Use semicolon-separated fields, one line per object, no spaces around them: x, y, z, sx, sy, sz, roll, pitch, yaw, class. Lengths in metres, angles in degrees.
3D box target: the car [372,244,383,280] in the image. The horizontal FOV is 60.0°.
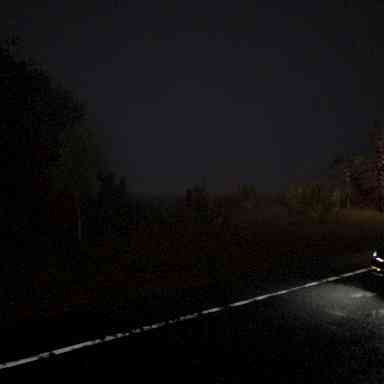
6.591;1.504;8.694;4.892;1.490;1.837;0;0;-36;car
